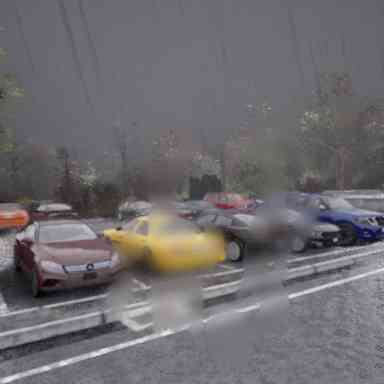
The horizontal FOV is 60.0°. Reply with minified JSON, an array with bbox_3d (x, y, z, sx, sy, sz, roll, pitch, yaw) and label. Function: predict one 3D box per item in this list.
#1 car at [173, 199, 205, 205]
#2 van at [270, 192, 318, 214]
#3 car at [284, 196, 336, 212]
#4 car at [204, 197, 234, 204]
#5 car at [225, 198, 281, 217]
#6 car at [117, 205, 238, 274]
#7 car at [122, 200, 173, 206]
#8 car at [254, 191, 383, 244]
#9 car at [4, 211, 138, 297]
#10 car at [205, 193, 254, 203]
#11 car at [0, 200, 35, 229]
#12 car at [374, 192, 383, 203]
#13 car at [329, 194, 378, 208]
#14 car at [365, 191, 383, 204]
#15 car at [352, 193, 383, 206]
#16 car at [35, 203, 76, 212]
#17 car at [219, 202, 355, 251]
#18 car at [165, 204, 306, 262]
[{"bbox_3d":[-1.527,1.403,25.324,2.163,1.488,4.792,0,0,-35],"label":"car"},{"bbox_3d":[10.182,1.039,33.460,1.878,1.987,4.442,-1,1,-35],"label":"van"},{"bbox_3d":[12.410,1.237,35.213,2.163,1.488,4.792,-2,1,-35],"label":"car"},{"bbox_3d":[0.782,1.396,26.950,2.163,1.488,4.792,0,0,-35],"label":"car"},{"bbox_3d":[5.394,1.348,30.228,2.097,1.535,5.008,0,0,-35],"label":"car"},{"bbox_3d":[-1.198,1.393,10.433,1.946,1.575,5.366,0,0,-35],"label":"car"},{"bbox_3d":[-3.754,1.382,23.800,2.231,1.521,4.892,0,0,-35],"label":"car"},{"bbox_3d":[5.854,1.123,15.141,2.435,2.045,5.566,0,0,-35],"label":"car"},{"bbox_3d":[-3.403,1.443,8.656,2.002,1.452,4.674,0,0,-35],"label":"car"},{"bbox_3d":[3.089,1.108,28.577,2.435,2.045,5.566,0,0,-35],"label":"car"},{"bbox_3d":[-10.658,1.276,18.890,2.185,1.767,4.553,0,0,-35],"label":"car"},{"bbox_3d":[28.484,0.812,46.490,2.097,1.535,5.008,-1,1,-35],"label":"car"},{"bbox_3d":[19.348,1.038,40.068,2.231,1.521,4.892,-1,1,-35],"label":"car"},{"bbox_3d":[26.153,0.743,44.892,2.185,1.767,4.553,-1,1,-35],"label":"car"},{"bbox_3d":[23.863,0.926,43.246,2.097,1.535,5.008,-1,1,-35],"label":"car"},{"bbox_3d":[-8.466,1.395,20.467,2.097,1.535,5.008,0,0,-35],"label":"car"},{"bbox_3d":[3.525,1.381,13.541,2.097,1.535,5.008,0,0,-35],"label":"car"},{"bbox_3d":[1.222,1.388,11.905,2.097,1.535,5.008,0,0,-35],"label":"car"}]
